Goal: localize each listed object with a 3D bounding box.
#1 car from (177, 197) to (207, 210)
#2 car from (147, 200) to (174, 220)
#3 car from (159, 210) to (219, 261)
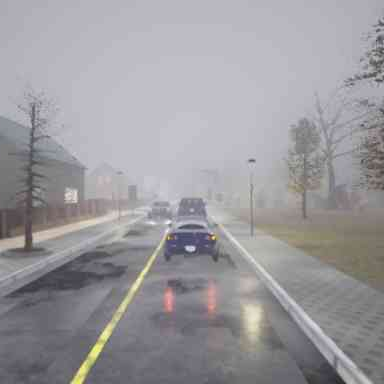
[{"bbox_3d":[0.022,1.405,26.083,2.150,2.045,5.566,0,-1,1],"label":"car"},{"bbox_3d":[-2.796,1.574,30.562,2.097,1.767,4.553,0,0,0],"label":"car"},{"bbox_3d":[0.035,1.611,12.537,1.812,1.442,4.674,0,-1,2],"label":"car"}]
